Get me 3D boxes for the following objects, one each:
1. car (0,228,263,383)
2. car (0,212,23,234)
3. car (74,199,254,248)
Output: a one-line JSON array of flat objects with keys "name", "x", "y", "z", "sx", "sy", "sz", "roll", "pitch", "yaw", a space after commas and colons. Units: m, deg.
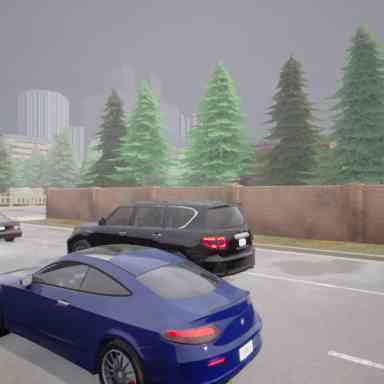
[{"name": "car", "x": -1.283, "y": 1.526, "z": 4.920, "sx": 4.674, "sy": 1.442, "sz": 1.812, "roll": 0, "pitch": 0, "yaw": 36}, {"name": "car", "x": -9.773, "y": 1.547, "z": 15.275, "sx": 5.357, "sy": 1.411, "sz": 2.033, "roll": 0, "pitch": 0, "yaw": 39}, {"name": "car", "x": -1.040, "y": 1.222, "z": 9.047, "sx": 5.566, "sy": 2.045, "sz": 2.150, "roll": 0, "pitch": 0, "yaw": 36}]
